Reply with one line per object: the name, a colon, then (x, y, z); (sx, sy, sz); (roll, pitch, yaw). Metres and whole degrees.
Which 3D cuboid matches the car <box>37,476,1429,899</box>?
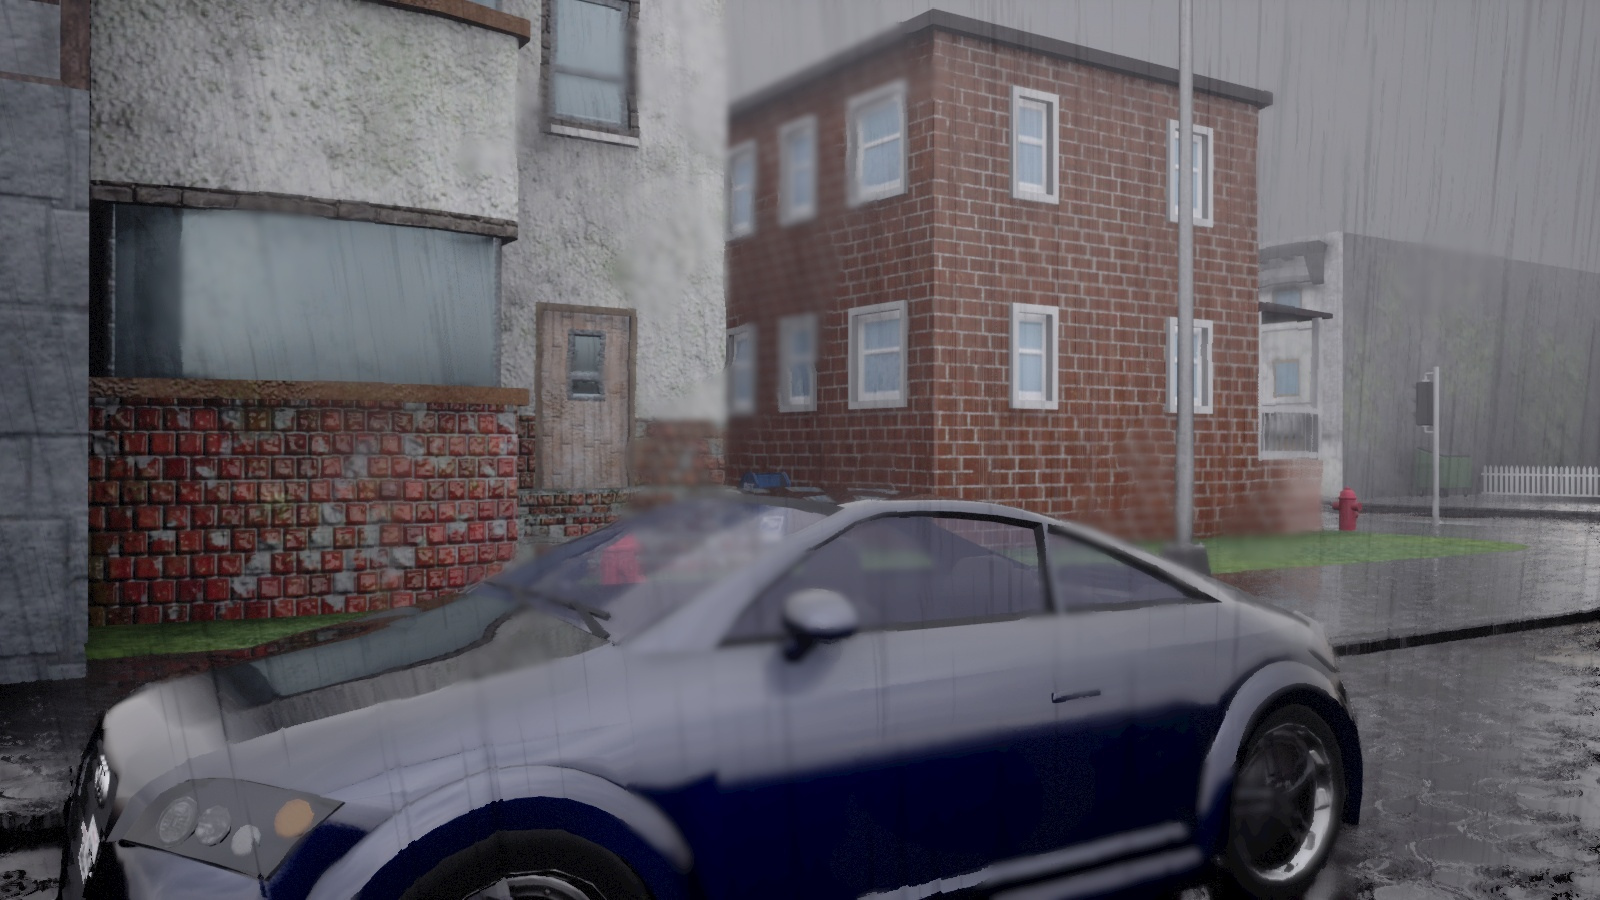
car: (-0.072, 0.819, 4.179); (4.181, 1.385, 1.994); (0, 0, -32)
